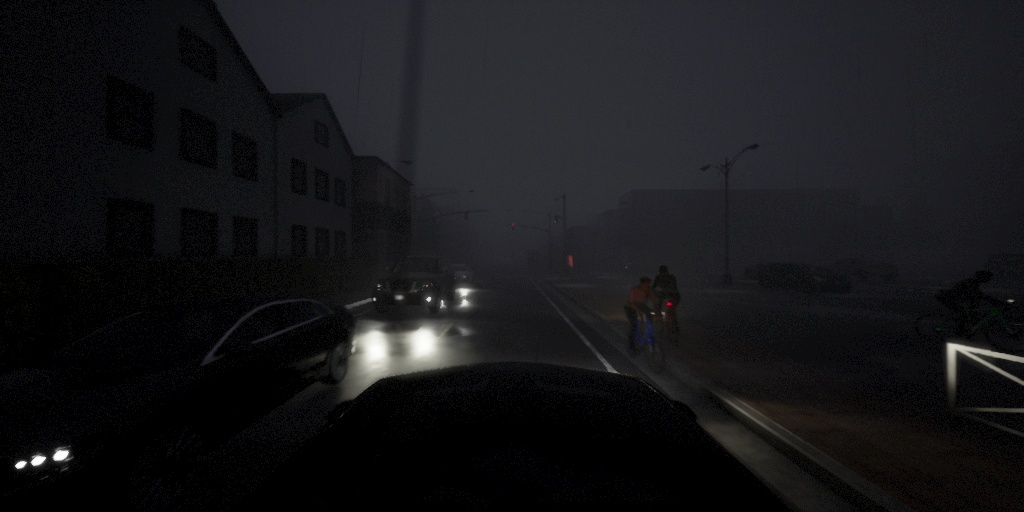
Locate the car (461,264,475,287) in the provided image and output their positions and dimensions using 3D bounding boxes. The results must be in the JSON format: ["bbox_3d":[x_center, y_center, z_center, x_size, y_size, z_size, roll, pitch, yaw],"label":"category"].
[{"bbox_3d":[-3.692,1.282,24.779,1.812,1.442,4.674,0,0,0],"label":"car"}]

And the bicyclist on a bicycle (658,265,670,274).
[{"bbox_3d":[3.349,1.029,7.844,0.582,1.620,1.656,0,1,6],"label":"bicyclist on a bicycle"}]

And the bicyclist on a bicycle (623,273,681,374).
[{"bbox_3d":[2.376,1.187,6.557,0.582,1.620,1.656,0,-1,-4],"label":"bicyclist on a bicycle"}]

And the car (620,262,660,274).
[{"bbox_3d":[14.667,1.355,40.609,4.674,1.442,1.812,0,0,0],"label":"car"}]

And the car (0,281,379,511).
[{"bbox_3d":[-3.605,1.260,4.292,2.128,1.511,4.902,0,0,0],"label":"car"}]

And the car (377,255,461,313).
[{"bbox_3d":[-3.660,0.982,14.463,2.150,2.045,5.566,0,0,0],"label":"car"}]

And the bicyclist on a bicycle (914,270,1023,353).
[{"bbox_3d":[9.581,1.118,7.460,0.582,1.620,1.656,-1,-1,-41],"label":"bicyclist on a bicycle"}]
